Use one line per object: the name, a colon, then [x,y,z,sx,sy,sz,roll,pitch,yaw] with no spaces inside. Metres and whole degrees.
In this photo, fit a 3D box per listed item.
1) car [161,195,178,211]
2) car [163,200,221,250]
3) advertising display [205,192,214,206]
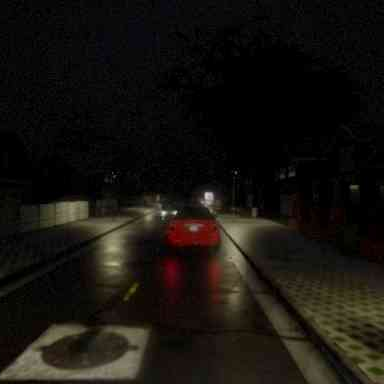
car: [-2.854,1.387,44.271,2.150,2.045,5.566,0,0,0]
car: [0.081,1.406,14.682,2.097,1.767,4.553,0,0,0]
advertising display: [2.982,1.241,58.029,1.540,2.440,0.280,-1,-1,0]
